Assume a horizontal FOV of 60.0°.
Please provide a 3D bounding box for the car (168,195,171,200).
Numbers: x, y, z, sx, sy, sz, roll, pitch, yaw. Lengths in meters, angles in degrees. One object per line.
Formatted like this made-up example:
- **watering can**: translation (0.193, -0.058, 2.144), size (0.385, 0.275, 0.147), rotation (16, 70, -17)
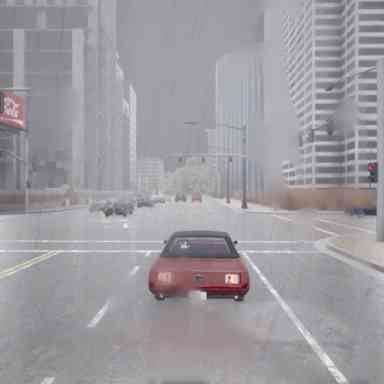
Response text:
- **car**: translation (-5.921, 1.462, 77.814), size (1.882, 1.535, 5.008), rotation (0, 0, 1)

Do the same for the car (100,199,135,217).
- **car**: translation (-6.683, 1.601, 30.852), size (1.895, 1.301, 4.718), rotation (0, 0, 1)

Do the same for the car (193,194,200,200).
- **car**: translation (1.167, 1.353, 84.020), size (1.812, 1.442, 4.674), rotation (0, 0, 1)

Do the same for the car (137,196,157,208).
- **car**: translation (-6.457, 1.600, 46.827), size (1.895, 1.301, 4.718), rotation (0, 0, 1)

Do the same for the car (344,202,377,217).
- **car**: translation (16.534, 1.601, 30.405), size (4.718, 1.301, 1.895), rotation (0, 0, 1)

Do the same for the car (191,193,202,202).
- **car**: translation (1.017, 1.216, 73.350), size (2.150, 2.045, 5.566), rotation (0, 0, 1)

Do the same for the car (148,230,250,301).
- **car**: translation (0.212, 1.601, 8.278), size (1.895, 1.301, 4.718), rotation (0, 0, 2)

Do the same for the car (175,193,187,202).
- **car**: translation (-2.483, 1.216, 73.400), size (2.150, 2.045, 5.566), rotation (0, 0, 1)

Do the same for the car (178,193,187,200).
- **car**: translation (-2.333, 1.184, 84.040), size (2.097, 1.767, 4.553), rotation (0, 0, 1)

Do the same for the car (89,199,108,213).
- **car**: translation (-10.091, 1.526, 37.358), size (1.812, 1.442, 4.674), rotation (0, 0, 1)

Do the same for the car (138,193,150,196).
- **car**: translation (-9.591, 1.221, 66.827), size (2.150, 2.045, 5.566), rotation (0, 0, 1)

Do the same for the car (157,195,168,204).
- **car**: translation (-6.202, 1.564, 62.235), size (1.994, 1.385, 4.181), rotation (0, 0, 1)

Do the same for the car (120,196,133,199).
- **car**: translation (-9.909, 1.351, 49.908), size (2.097, 1.767, 4.553), rotation (0, 0, 1)
